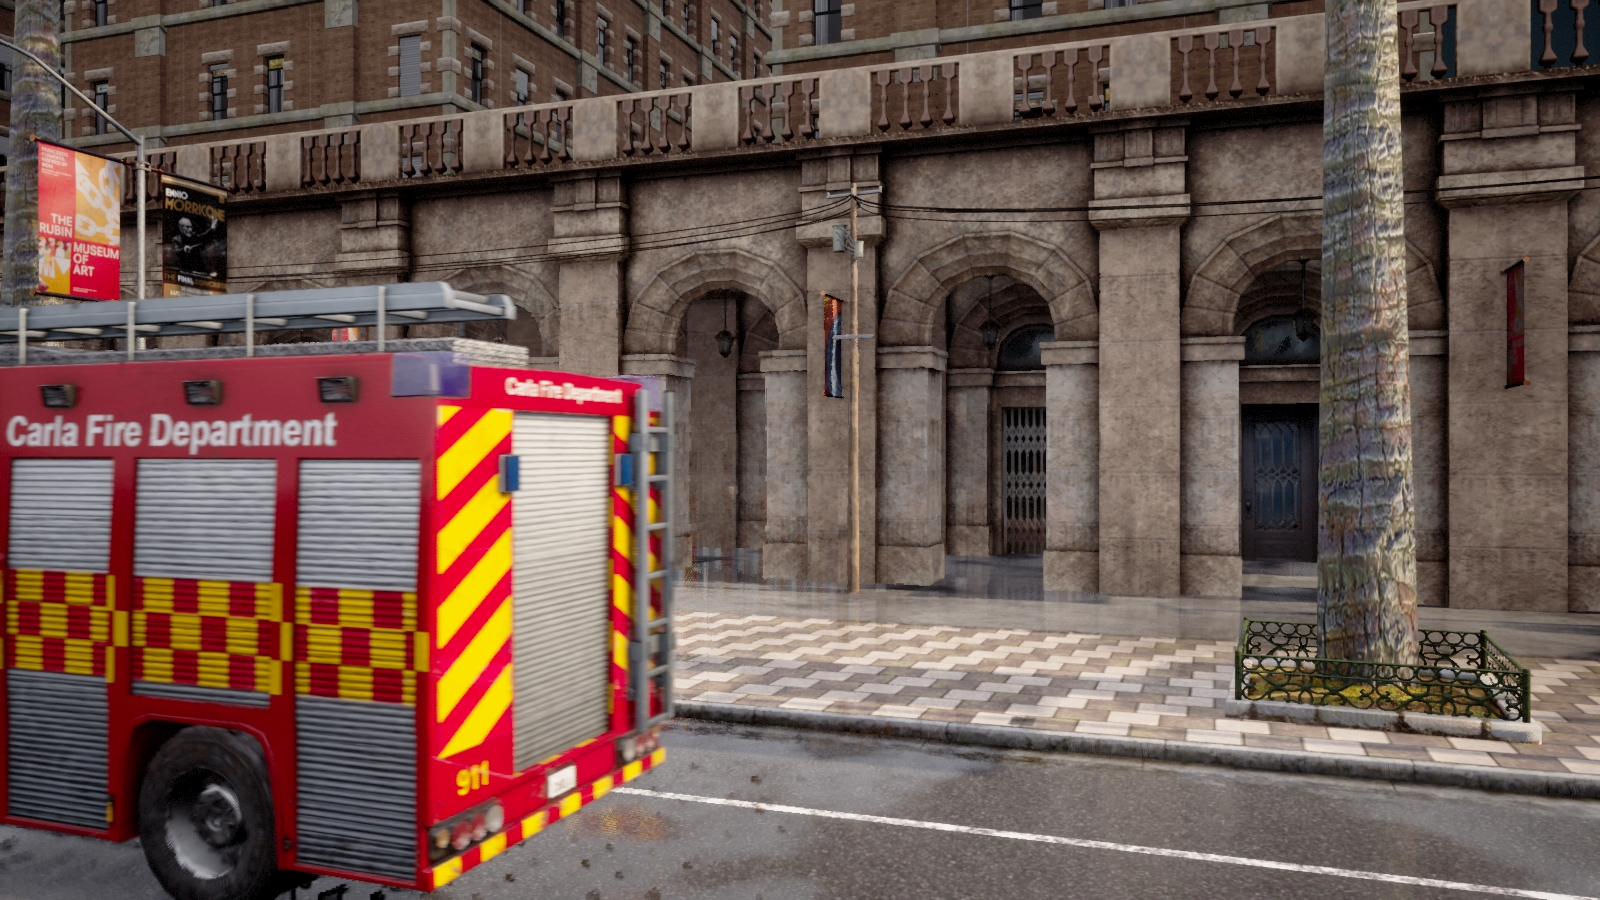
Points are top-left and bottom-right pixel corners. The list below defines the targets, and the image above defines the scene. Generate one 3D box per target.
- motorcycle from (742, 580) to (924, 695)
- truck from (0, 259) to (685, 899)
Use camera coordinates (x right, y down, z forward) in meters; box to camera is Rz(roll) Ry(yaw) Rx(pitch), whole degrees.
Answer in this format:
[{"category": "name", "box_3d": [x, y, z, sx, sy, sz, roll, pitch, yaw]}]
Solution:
[{"category": "motorcycle", "box_3d": [0.395, 2.215, 13.714, 2.033, 1.145, 0.803, 0, 0, 20]}, {"category": "truck", "box_3d": [-5.364, 0.893, 8.950, 8.468, 3.827, 2.891, 0, 0, 20]}]
